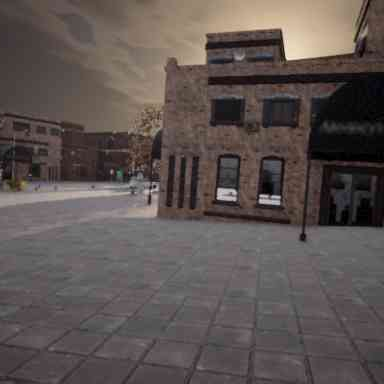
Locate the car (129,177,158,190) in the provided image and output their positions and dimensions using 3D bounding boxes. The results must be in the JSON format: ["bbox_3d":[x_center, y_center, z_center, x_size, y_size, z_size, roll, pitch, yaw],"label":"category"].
[{"bbox_3d":[-7.845,-1.406,54.158,2.150,2.045,5.566,5,4,29],"label":"car"}]
